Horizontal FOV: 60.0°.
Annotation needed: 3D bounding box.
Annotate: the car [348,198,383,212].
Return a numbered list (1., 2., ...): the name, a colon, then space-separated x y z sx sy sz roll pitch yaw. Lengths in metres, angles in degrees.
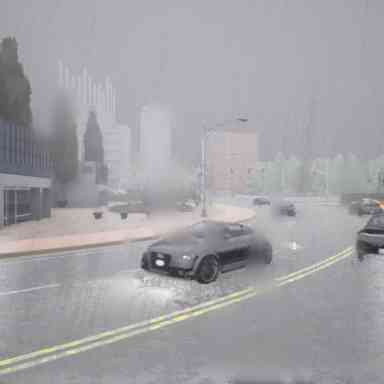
1. car: 15.707 1.492 30.398 2.128 1.511 4.902 0 0 12

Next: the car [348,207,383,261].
1. car: 7.050 1.492 11.459 2.128 1.511 4.902 0 0 38

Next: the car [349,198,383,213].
1. car: 20.165 1.479 38.274 1.882 1.535 5.008 0 0 0

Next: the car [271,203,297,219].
1. car: 8.140 1.602 29.025 1.895 1.301 4.718 0 0 15

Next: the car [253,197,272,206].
1. car: 11.777 1.549 56.176 2.033 1.411 5.357 0 0 -6

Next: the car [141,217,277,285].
1. car: 0.593 1.564 9.659 1.994 1.385 4.181 0 0 44
